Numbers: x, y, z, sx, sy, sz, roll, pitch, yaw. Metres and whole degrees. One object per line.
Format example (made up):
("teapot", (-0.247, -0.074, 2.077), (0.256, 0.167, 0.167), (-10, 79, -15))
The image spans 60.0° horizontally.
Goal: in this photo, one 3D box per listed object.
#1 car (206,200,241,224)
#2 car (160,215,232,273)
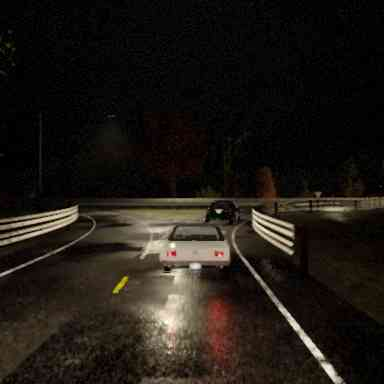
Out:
("car", (2.507, 1.449, 25.971), (2.097, 1.767, 4.553), (0, 0, 16))
("car", (0.162, 1.641, 10.846), (1.895, 1.301, 4.718), (0, 0, 2))
